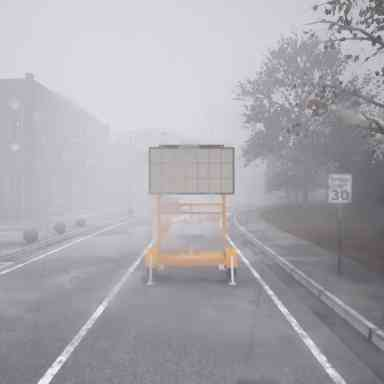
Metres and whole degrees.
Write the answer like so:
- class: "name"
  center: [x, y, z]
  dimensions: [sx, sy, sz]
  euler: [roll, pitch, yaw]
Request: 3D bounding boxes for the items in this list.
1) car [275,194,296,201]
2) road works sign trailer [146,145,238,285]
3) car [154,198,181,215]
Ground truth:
- class: "car"
  center: [18.869, 1.103, 66.789]
  dimensions: [4.902, 1.511, 2.128]
  euler: [-1, 0, -32]
- class: "road works sign trailer"
  center: [-0.011, 0.467, 9.484]
  dimensions: [2.380, 3.560, 2.880]
  euler: [0, 0, 0]
- class: "car"
  center: [-2.359, 1.363, 33.255]
  dimensions: [2.097, 1.767, 4.553]
  euler: [0, 0, 6]
